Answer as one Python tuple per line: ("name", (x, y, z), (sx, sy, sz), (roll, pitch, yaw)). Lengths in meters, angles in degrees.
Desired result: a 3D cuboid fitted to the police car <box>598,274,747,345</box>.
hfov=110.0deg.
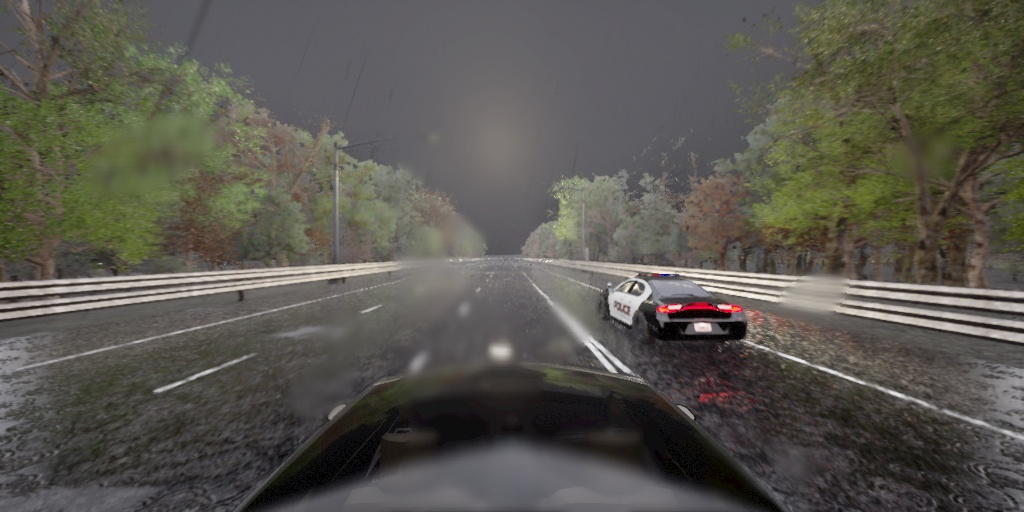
("police car", (3.750, 1.247, 9.588), (2.038, 1.542, 4.974), (0, 0, -2))
